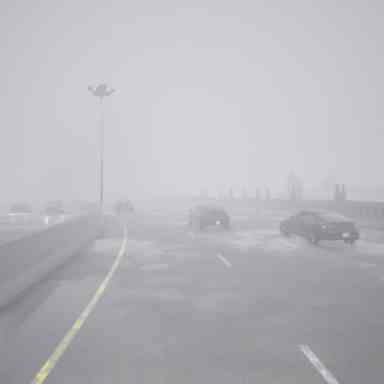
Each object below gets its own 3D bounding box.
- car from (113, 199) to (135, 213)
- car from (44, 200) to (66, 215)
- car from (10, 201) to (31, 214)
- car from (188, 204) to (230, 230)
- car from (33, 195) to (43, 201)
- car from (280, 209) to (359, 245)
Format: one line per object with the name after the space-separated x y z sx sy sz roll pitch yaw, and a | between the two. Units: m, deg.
-7.850 1.567 37.898 2.128 1.511 4.902 0 0 -22 | car
-14.758 1.610 35.842 1.837 1.490 4.892 0 0 -23 | car
-19.499 1.693 37.905 1.994 1.385 4.181 0 0 -25 | car
0.990 1.523 21.522 1.837 1.490 4.892 0 0 -12 | car
-33.672 1.482 72.692 1.812 1.442 4.674 0 0 -28 | car
5.709 1.516 15.321 1.812 1.442 4.674 0 0 -8 | car
